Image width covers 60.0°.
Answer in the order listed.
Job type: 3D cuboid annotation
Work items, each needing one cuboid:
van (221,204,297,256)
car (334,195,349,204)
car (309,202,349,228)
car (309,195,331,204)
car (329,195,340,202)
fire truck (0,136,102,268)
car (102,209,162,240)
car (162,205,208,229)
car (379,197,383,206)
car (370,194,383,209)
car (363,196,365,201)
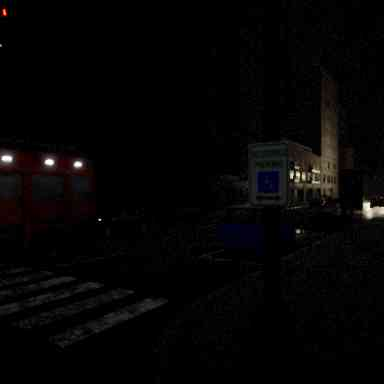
[{"bbox_3d":[2.664,1.321,12.693,1.690,1.788,3.998,0,0,35],"label":"van"},{"bbox_3d":[28.697,1.458,63.820,1.967,1.590,4.097,0,0,35],"label":"car"},{"bbox_3d":[9.187,1.565,21.996,1.802,1.307,4.206,0,0,35],"label":"car"},{"bbox_3d":[18.915,1.591,49.861,1.947,1.339,4.313,0,0,35],"label":"car"},{"bbox_3d":[22.175,1.338,54.515,2.192,1.841,5.009,0,0,35],"label":"car"},{"bbox_3d":[-6.758,0.353,8.652,2.891,3.827,8.468,0,0,35],"label":"fire truck"},{"bbox_3d":[-3.911,1.583,17.291,2.008,1.369,4.403,0,0,35],"label":"car"},{"bbox_3d":[-0.650,1.578,21.943,1.887,1.381,4.507,0,0,35],"label":"car"},{"bbox_3d":[32.011,1.519,54.564,2.008,1.369,4.403,0,0,35],"label":"car"},{"bbox_3d":[25.489,1.414,45.260,1.967,1.590,4.097,0,0,35],"label":"car"},{"bbox_3d":[41.741,1.555,82.431,2.008,1.369,4.403,0,0,35],"label":"car"}]
